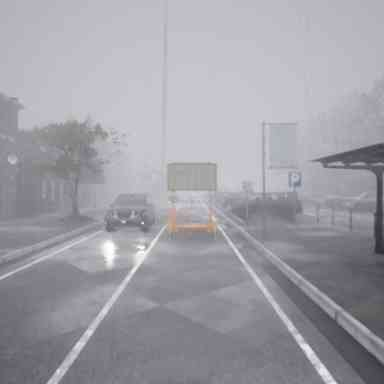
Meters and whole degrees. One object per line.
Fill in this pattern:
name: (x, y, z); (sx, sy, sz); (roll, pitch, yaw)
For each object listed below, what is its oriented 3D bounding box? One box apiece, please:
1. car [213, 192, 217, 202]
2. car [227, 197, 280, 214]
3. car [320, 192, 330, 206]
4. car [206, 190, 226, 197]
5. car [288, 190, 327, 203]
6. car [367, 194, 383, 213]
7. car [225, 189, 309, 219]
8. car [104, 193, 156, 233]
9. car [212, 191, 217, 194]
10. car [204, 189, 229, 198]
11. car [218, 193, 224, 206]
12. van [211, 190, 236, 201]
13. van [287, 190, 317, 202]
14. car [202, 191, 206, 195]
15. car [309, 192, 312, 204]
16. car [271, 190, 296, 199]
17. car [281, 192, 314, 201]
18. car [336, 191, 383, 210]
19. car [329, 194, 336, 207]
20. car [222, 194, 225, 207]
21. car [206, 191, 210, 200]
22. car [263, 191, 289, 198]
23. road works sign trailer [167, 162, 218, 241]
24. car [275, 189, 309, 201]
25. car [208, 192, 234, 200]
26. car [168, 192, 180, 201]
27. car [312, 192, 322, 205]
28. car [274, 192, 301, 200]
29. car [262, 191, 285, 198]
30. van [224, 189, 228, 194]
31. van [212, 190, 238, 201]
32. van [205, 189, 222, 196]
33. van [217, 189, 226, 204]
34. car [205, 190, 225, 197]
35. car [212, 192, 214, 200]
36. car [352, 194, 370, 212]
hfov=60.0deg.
car: (5.745, 1.094, 45.445); (4.792, 1.488, 2.163); (0, 1, 0)
car: (5.735, 1.253, 31.427); (4.674, 1.452, 2.002); (0, 1, 0)
car: (18.796, 1.122, 40.584); (5.008, 1.535, 2.097); (0, 1, 0)
car: (5.644, 0.369, 79.084); (4.553, 1.767, 2.185); (0, 1, 0)
car: (18.813, 0.679, 54.463); (5.566, 2.045, 2.435); (0, 1, 0)
car: (18.820, 1.233, 29.481); (5.008, 1.535, 2.097); (0, 1, 0)
car: (5.711, 1.017, 25.817); (5.566, 2.045, 2.435); (0, 1, 0)
car: (-3.347, 1.072, 19.034); (2.150, 2.045, 5.566); (0, 1, 0)
car: (5.716, 0.984, 51.055); (4.892, 1.521, 2.231); (0, 1, 0)
car: (5.651, 0.293, 76.279); (5.566, 2.045, 2.435); (0, 1, 0)
car: (5.721, 1.158, 37.033); (5.008, 1.535, 2.097); (0, 1, 0)
van: (5.813, 0.566, 62.265); (4.442, 1.987, 1.878); (0, 1, 0)
van: (18.898, 0.655, 57.239); (4.442, 1.987, 1.878); (0, 1, 0)
car: (5.654, 0.342, 73.476); (5.566, 2.045, 2.435); (0, 1, 0)
car: (18.765, 1.087, 46.133); (4.792, 1.488, 2.163); (0, 1, 0)
car: (18.799, 0.559, 68.343); (4.553, 1.767, 2.185); (0, 1, 0)
car: (18.964, 0.829, 60.017); (5.366, 1.575, 1.946); (0, 1, 0)
car: (18.779, 0.927, 35.030); (5.566, 2.045, 2.435); (0, 1, 0)
car: (18.799, 1.152, 37.807); (4.892, 1.521, 2.231); (0, 1, 0)
car: (5.551, 1.238, 28.623); (5.366, 1.575, 1.946); (0, 1, 0)
car: (5.674, 0.639, 56.658); (5.566, 2.045, 2.435); (0, 1, 0)
car: (18.576, 0.584, 73.894); (5.366, 1.575, 1.946); (0, 1, 0)
road works sign trailer: (-0.002, 0.344, 16.082); (2.380, 3.560, 2.880); (0, 1, -1)
car: (18.804, 0.532, 62.789); (5.566, 2.045, 2.435); (0, 1, 0)
car: (5.686, 0.743, 65.072); (4.892, 1.521, 2.231); (0, 1, 0)
car: (-3.281, 0.812, 60.155); (1.882, 1.535, 5.008); (0, 1, 1)
car: (18.983, 1.086, 43.362); (5.366, 1.575, 1.946); (0, 1, 0)
car: (18.743, 0.763, 65.568); (4.792, 1.488, 2.163); (0, 1, 0)
car: (18.764, 0.539, 76.671); (4.892, 1.521, 2.231); (0, 1, 0)
van: (5.846, 0.960, 34.227); (4.442, 1.987, 1.878); (0, 1, 0)
van: (5.816, 0.615, 59.462); (4.442, 1.987, 1.878); (0, 1, 0)
van: (5.549, 0.120, 87.491); (4.442, 1.987, 1.878); (0, 1, 0)
van: (5.606, 0.904, 39.837); (4.442, 1.987, 1.878); (0, 1, 0)
car: (5.641, 0.319, 81.887); (4.553, 1.767, 2.185); (0, 1, 0)
car: (5.710, 1.065, 48.252); (4.674, 1.452, 2.002); (0, 1, 0)
car: (18.817, 1.206, 32.257); (5.008, 1.535, 2.097); (0, 1, 0)
